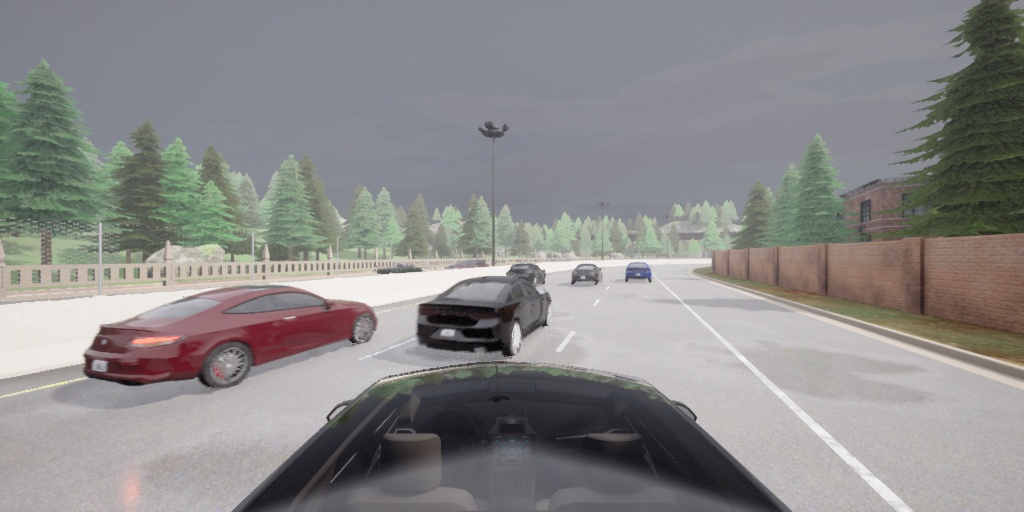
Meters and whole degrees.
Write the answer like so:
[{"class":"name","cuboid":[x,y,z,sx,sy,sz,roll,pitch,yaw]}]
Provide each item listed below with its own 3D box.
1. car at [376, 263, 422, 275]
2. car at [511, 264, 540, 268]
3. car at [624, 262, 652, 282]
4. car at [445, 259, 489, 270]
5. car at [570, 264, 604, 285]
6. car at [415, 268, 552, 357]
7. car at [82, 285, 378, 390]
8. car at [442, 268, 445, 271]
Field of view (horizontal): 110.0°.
[{"class":"car","cuboid":[-10.578,1.352,33.752,1.895,1.301,4.718,0,0,19]},{"class":"car","cuboid":[1.012,1.254,23.734,1.837,1.490,4.892,0,0,19]},{"class":"car","cuboid":[10.139,1.229,28.884,1.882,1.535,5.008,0,0,18]},{"class":"car","cuboid":[-3.705,1.103,32.185,2.097,1.767,4.553,0,0,19]},{"class":"car","cuboid":[5.477,1.276,26.017,1.812,1.442,4.674,0,0,19]},{"class":"car","cuboid":[-0.349,1.228,8.763,1.882,1.535,5.008,0,0,19]},{"class":"car","cuboid":[-4.676,1.276,6.890,1.812,1.442,4.674,0,0,19]},{"class":"car","cuboid":[-5.392,1.299,38.082,2.033,1.411,5.357,0,0,19]}]
